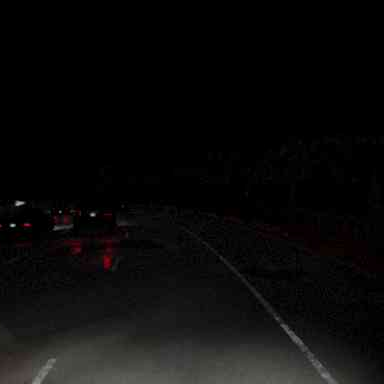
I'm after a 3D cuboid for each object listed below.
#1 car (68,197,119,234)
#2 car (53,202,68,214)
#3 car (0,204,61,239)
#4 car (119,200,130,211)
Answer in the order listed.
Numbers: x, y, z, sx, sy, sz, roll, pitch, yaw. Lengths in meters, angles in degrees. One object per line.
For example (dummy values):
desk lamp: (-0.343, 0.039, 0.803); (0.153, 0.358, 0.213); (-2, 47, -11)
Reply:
car: (-5.742, 1.298, 20.060); (2.150, 2.045, 5.566); (0, 0, -12)
car: (-14.356, 1.770, 36.192); (1.895, 1.301, 4.718); (0, 0, -22)
car: (-8.877, 1.634, 18.060); (2.033, 1.411, 5.357); (0, 0, -11)
car: (-9.031, 1.708, 41.350); (1.994, 1.385, 4.181); (0, 0, -23)
